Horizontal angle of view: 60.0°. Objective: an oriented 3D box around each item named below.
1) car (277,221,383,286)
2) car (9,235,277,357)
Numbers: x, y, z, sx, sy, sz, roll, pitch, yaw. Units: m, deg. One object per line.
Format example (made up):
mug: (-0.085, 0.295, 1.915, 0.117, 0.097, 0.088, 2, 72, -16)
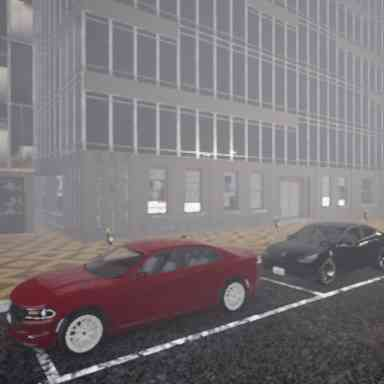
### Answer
car: (3.879, 1.532, 9.330, 4.313, 1.339, 1.947, 0, 0, -36)
car: (-0.754, 1.534, 6.022, 4.507, 1.381, 1.887, 0, 0, -36)
